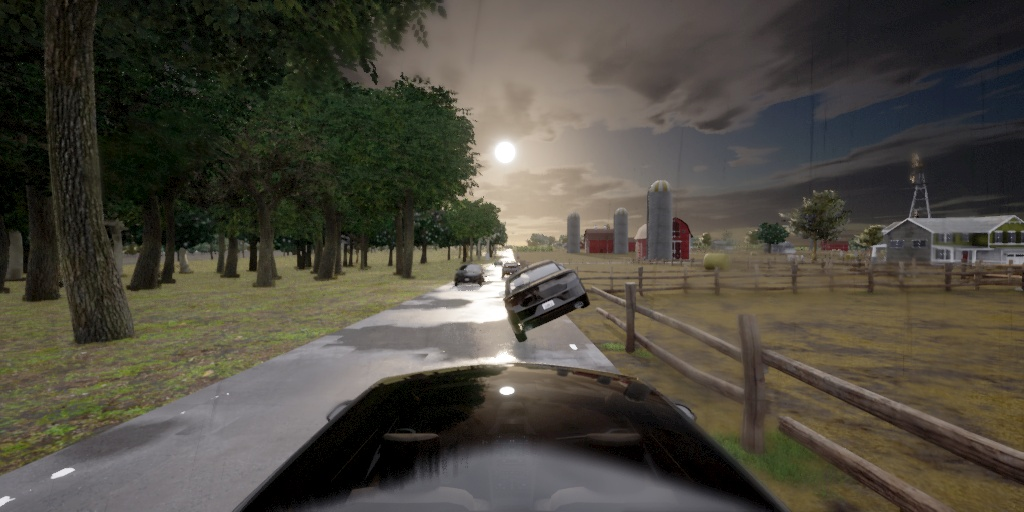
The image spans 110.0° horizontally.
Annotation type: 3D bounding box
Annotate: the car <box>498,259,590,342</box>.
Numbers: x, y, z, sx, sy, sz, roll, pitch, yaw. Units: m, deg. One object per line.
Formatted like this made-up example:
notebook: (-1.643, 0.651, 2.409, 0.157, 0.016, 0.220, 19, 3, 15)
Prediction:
car: (0.699, 0.975, 9.892, 1.882, 1.535, 5.008, -24, -2, -1)

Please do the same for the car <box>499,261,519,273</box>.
car: (-0.086, 1.369, 35.950, 1.837, 1.490, 4.892, 0, -1, 0)

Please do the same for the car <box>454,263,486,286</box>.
car: (-2.957, 1.297, 25.970, 1.882, 1.535, 5.008, 0, 0, 0)
